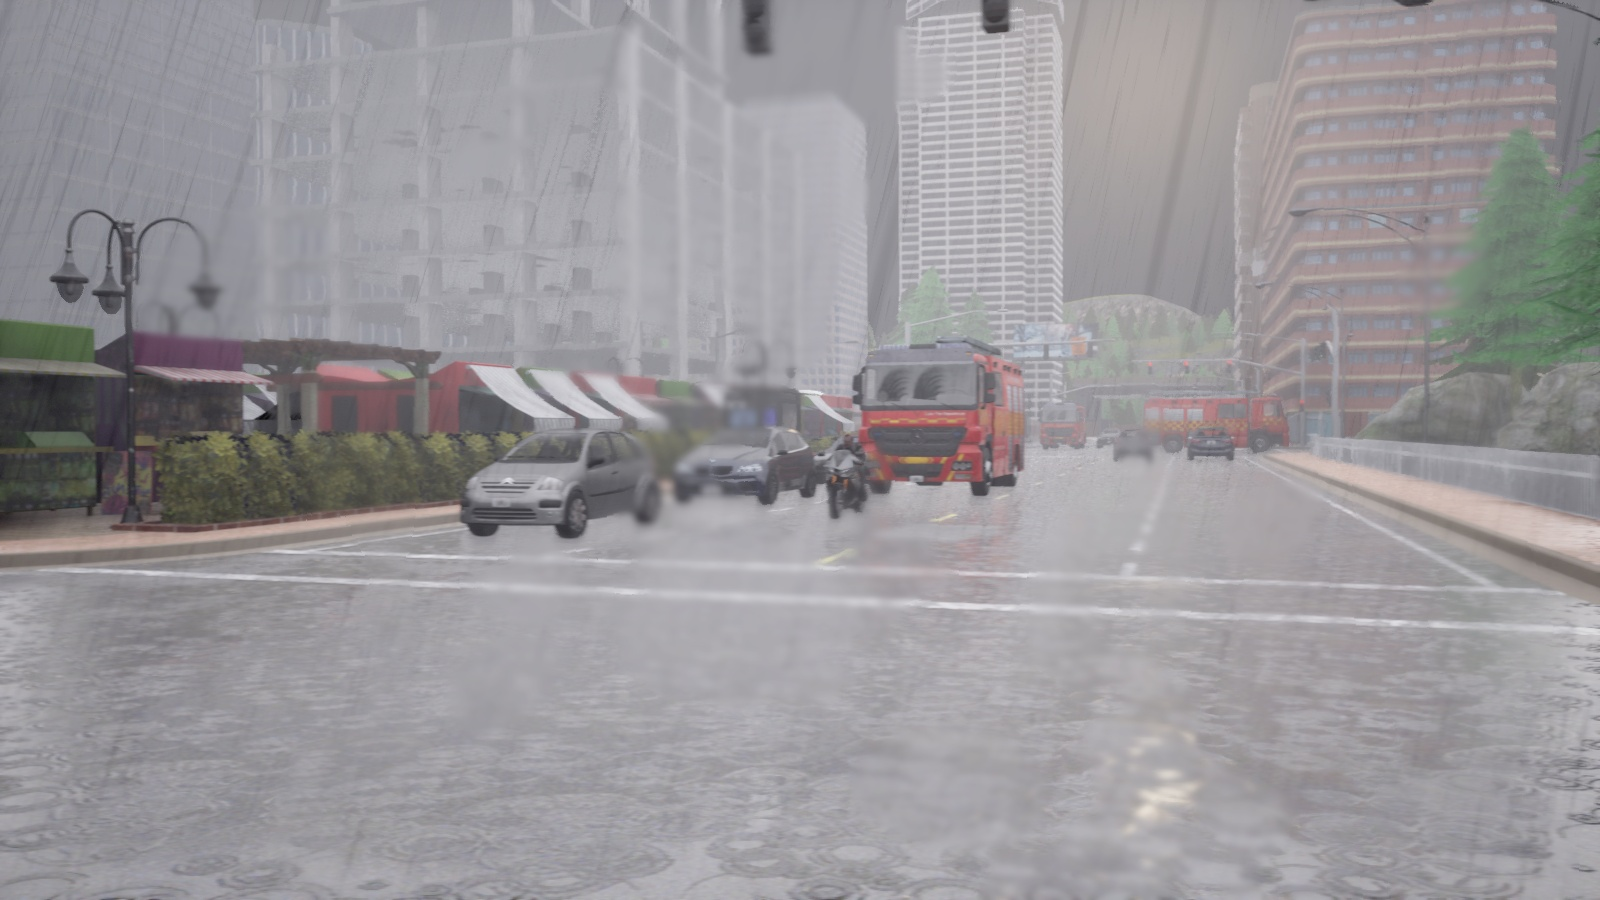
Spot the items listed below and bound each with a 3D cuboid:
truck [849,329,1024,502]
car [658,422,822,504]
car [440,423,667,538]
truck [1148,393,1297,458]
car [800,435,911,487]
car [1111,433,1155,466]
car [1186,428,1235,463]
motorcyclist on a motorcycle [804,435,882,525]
[{"bbox_3d":[3.744,-0.840,32.226,2.891,3.827,8.468,0,1,17],"label":"truck"},{"bbox_3d":[-1.222,0.217,28.041,2.242,1.667,4.611,0,1,17],"label":"car"},{"bbox_3d":[-3.750,0.393,19.846,1.851,1.617,3.988,0,1,17],"label":"car"},{"bbox_3d":[25.716,-1.494,76.809,8.468,3.827,2.891,0,1,17],"label":"truck"},{"bbox_3d":[1.766,0.277,37.716,2.033,1.411,5.357,0,1,17],"label":"car"},{"bbox_3d":[15.759,-0.050,59.316,1.845,1.501,3.633,0,1,17],"label":"car"},{"bbox_3d":[20.561,-0.261,63.009,2.242,1.667,4.611,1,1,17],"label":"car"},{"bbox_3d":[0.814,0.500,22.769,0.866,1.530,2.191,0,1,17],"label":"motorcyclist on a motorcycle"}]
